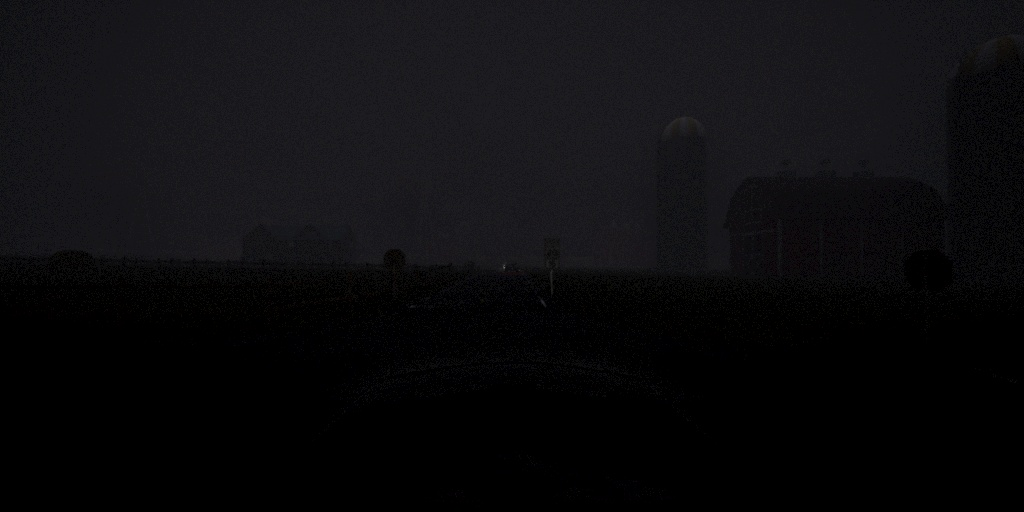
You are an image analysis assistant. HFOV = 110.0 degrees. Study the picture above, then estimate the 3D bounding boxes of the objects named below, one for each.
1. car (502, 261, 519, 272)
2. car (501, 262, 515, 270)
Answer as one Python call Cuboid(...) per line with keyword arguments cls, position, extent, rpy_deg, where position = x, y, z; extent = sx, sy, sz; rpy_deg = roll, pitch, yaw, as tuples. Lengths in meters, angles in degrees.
Cuboid(cls="car", position=(-0.047, 1.485, 50.147), extent=(2.128, 1.511, 4.902), rpy_deg=(0, 0, -2))
Cuboid(cls="car", position=(-0.682, 1.633, 60.306), extent=(1.895, 1.301, 4.718), rpy_deg=(0, 0, -6))
